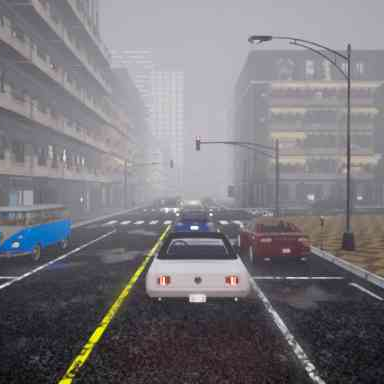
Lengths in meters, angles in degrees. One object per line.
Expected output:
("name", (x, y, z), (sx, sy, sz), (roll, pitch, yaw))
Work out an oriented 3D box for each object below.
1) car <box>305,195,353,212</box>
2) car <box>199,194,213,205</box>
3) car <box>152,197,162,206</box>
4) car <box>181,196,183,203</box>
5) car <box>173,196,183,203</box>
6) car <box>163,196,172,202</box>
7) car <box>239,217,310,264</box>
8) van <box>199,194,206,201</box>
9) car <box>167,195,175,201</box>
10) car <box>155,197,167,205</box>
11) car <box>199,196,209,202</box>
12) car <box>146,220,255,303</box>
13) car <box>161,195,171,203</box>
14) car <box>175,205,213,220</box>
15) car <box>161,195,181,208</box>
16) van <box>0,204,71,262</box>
("car", (14.193, 1.097, 34.677), (4.553, 1.767, 2.097), (-1, 0, 2))
("car", (2.756, 1.465, 60.724), (1.967, 1.590, 4.097), (-1, 0, 0))
("car", (-5.630, 1.571, 55.212), (2.008, 1.369, 4.403), (0, 0, 0))
("car", (-2.998, 1.572, 59.992), (2.033, 1.411, 5.357), (0, 0, 1))
("car", (-2.914, 1.535, 70.484), (1.837, 1.490, 4.892), (0, 0, 0))
("car", (-5.603, 1.624, 77.323), (1.802, 1.307, 4.206), (-1, 0, 0))
("car", (2.696, 1.545, 11.725), (1.887, 1.381, 4.507), (0, 0, 0))
("van", (2.789, 1.397, 88.363), (1.690, 1.788, 3.998), (-1, 0, 0))
("car", (-5.590, 1.581, 88.209), (1.752, 1.417, 4.829), (-1, 0, 0))
("car", (-5.623, 1.591, 60.739), (1.947, 1.339, 4.313), (0, 0, 0))
("car", (2.778, 1.593, 77.307), (2.008, 1.369, 4.403), (-1, 0, 0))
("car", (0.110, 1.601, 8.134), (1.895, 1.301, 4.718), (0, 0, 0))
("car", (-5.611, 1.476, 71.795), (1.967, 1.590, 4.097), (-1, 0, 0))
("car", (0.118, 1.565, 16.872), (1.994, 1.385, 4.181), (0, 0, 0))
("car", (-3.033, 1.579, 49.543), (1.994, 1.385, 4.181), (0, 0, 0))
("van", (-5.686, 1.341, 11.736), (1.690, 1.788, 3.998), (0, 0, 0))
